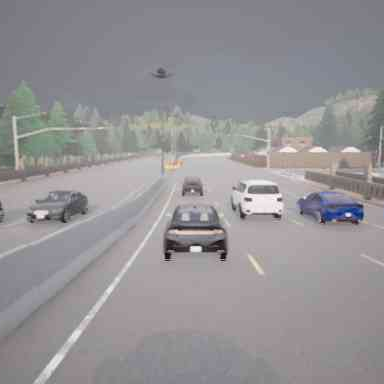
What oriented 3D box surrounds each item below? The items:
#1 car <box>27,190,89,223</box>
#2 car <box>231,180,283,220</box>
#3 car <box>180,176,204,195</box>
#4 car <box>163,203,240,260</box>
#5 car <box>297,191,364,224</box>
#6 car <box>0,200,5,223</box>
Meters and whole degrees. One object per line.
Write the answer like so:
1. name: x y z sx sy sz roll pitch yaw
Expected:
1. car: -7.005 0.678 17.814 2.128 1.511 4.902 0 5 0
2. car: 3.589 0.302 19.055 2.150 2.045 5.566 0 5 0
3. car: 0.037 -0.672 30.227 1.837 1.490 4.892 0 8 0
4. car: 0.102 1.143 11.012 2.128 1.511 4.902 0 3 0
5. car: 7.093 0.682 17.555 1.882 1.535 5.008 0 5 0
6. car: -10.535 0.764 14.871 2.097 1.767 4.553 0 4 0
